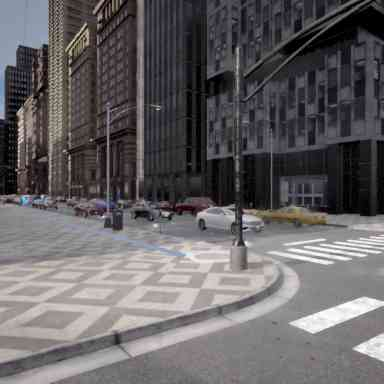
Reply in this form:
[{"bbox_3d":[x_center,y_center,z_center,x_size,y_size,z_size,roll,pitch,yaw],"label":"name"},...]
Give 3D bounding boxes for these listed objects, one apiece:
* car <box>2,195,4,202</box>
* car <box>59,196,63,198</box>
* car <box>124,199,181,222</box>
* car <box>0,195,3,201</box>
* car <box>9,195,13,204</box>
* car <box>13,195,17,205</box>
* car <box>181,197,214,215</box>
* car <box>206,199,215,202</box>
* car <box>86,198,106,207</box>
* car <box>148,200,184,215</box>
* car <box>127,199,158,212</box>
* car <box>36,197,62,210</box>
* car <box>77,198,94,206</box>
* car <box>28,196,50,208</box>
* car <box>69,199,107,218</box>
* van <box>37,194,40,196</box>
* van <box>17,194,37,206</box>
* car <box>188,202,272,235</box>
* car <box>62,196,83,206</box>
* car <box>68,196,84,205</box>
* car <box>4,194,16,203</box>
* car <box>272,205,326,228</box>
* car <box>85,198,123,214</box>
[{"bbox_3d":[-42.186,1.815,77.237,1.802,1.307,4.206,0,0,-35],"label":"car"},{"bbox_3d":[-28.764,1.669,73.025,1.967,1.590,4.097,0,0,-35],"label":"car"},{"bbox_3d":[-3.329,1.549,26.923,2.128,1.511,4.902,0,0,-35],"label":"car"},{"bbox_3d":[-45.421,1.691,81.811,1.967,1.590,4.097,0,0,-35],"label":"car"},{"bbox_3d":[-35.715,1.780,68.090,1.802,1.307,4.206,0,0,-35],"label":"car"},{"bbox_3d":[-32.382,1.706,63.378,1.752,1.417,4.829,0,0,-35],"label":"car"},{"bbox_3d":[0.350,1.398,31.867,2.192,1.841,5.009,0,0,-35],"label":"car"},{"bbox_3d":[3.487,1.594,27.432,1.752,1.417,4.829,0,0,-35],"label":"car"},{"bbox_3d":[-15.825,1.727,54.733,1.947,1.339,4.313,0,0,-35],"label":"car"},{"bbox_3d":[-2.885,1.643,36.440,1.887,1.381,4.507,0,0,-35],"label":"car"},{"bbox_3d":[-6.218,1.640,41.152,1.752,1.417,4.829,0,0,-35],"label":"car"},{"bbox_3d":[-19.540,1.697,45.223,1.802,1.307,4.206,0,0,-35],"label":"car"},{"bbox_3d":[-19.060,1.760,59.306,1.802,1.307,4.206,0,0,-35],"label":"car"},{"bbox_3d":[-22.775,1.713,49.796,1.802,1.307,4.206,0,0,-35],"label":"car"},{"bbox_3d":[-9.835,1.612,31.502,1.887,1.381,4.507,0,0,-35],"label":"car"},{"bbox_3d":[-38.470,1.622,86.746,1.690,1.788,3.998,0,0,-35],"label":"van"},{"bbox_3d":[-29.246,1.505,58.944,1.690,1.788,3.998,0,0,-35],"label":"van"},{"bbox_3d":[2.054,1.557,19.273,1.812,1.442,4.674,0,0,-37],"label":"car"},{"bbox_3d":[-19.193,1.705,54.714,2.033,1.411,5.357,0,0,-35],"label":"car"},{"bbox_3d":[-22.294,1.635,63.879,1.967,1.590,4.097,0,0,-35],"label":"car"},{"bbox_3d":[-38.951,1.530,72.665,2.192,1.841,5.009,0,0,-35],"label":"car"},{"bbox_3d":[6.722,1.579,22.859,1.752,1.417,4.829,0,0,-35],"label":"car"},{"bbox_3d":[-9.644,1.565,35.869,1.882,1.535,5.008,0,0,-35],"label":"car"}]
